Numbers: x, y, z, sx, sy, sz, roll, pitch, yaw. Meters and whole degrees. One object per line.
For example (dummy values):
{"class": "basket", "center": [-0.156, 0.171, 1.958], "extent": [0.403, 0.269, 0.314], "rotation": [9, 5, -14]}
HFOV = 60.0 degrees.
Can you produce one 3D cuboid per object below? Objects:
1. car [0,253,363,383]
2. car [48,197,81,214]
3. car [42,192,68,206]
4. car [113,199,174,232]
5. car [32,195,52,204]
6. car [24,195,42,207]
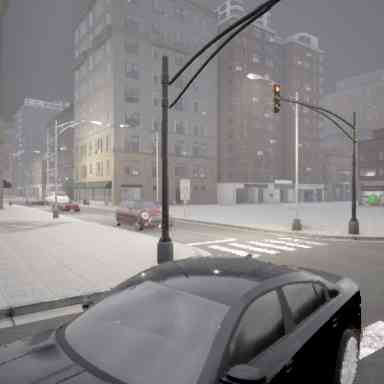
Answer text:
{"class": "car", "center": [0.089, 1.478, 3.238], "extent": [1.882, 1.535, 5.008], "rotation": [2, 1, 42]}
{"class": "car", "center": [-12.730, 1.439, 33.520], "extent": [1.895, 1.301, 4.718], "rotation": [0, 0, -35]}
{"class": "car", "center": [-19.536, 0.989, 48.131], "extent": [2.150, 2.045, 5.566], "rotation": [0, 0, -36]}
{"class": "car", "center": [-2.960, 1.268, 19.842], "extent": [2.097, 1.767, 4.553], "rotation": [0, 0, -36]}
{"class": "car", "center": [-25.515, 1.270, 56.491], "extent": [2.033, 1.411, 5.357], "rotation": [0, 0, -35]}
{"class": "car", "center": [-22.394, 1.428, 47.224], "extent": [1.895, 1.301, 4.718], "rotation": [0, 0, -36]}
